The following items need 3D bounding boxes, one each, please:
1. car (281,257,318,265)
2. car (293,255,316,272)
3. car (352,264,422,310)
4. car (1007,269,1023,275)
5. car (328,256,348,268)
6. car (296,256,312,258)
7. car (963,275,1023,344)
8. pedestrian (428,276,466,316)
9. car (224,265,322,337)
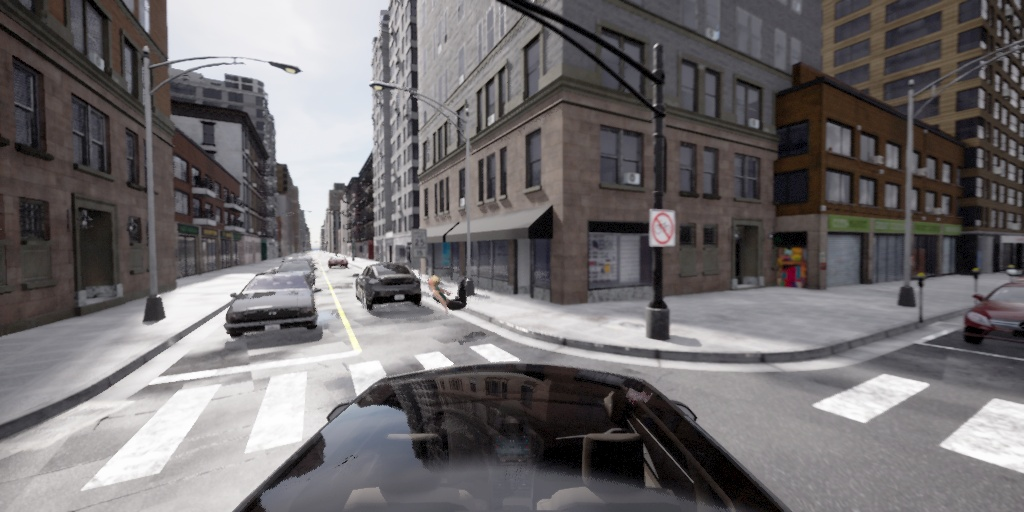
[{"bbox_3d":[-11.284,1.007,18.733,1.812,1.442,4.674,-1,1,-29],"label":"car"},{"bbox_3d":[-20.840,0.706,36.157,1.812,1.442,4.674,-1,1,-28],"label":"car"},{"bbox_3d":[-4.806,1.038,13.664,1.837,1.490,4.892,-1,2,-29],"label":"car"},{"bbox_3d":[16.413,0.927,10.453,5.009,1.841,2.192,0,0,-29],"label":"car"},{"bbox_3d":[-19.611,0.676,40.392,1.895,1.301,4.718,-1,1,-28],"label":"car"},{"bbox_3d":[-15.910,0.843,27.142,1.837,1.490,4.892,-1,1,-29],"label":"car"},{"bbox_3d":[11.530,1.229,7.783,4.207,1.307,1.802,0,0,-29],"label":"car"},{"bbox_3d":[-1.452,1.168,8.494,1.860,0.375,0.375,46,-20,-22],"label":"pedestrian"},{"bbox_3d":[-6.651,1.170,10.338,2.033,1.411,5.357,-1,1,-29],"label":"car"}]
